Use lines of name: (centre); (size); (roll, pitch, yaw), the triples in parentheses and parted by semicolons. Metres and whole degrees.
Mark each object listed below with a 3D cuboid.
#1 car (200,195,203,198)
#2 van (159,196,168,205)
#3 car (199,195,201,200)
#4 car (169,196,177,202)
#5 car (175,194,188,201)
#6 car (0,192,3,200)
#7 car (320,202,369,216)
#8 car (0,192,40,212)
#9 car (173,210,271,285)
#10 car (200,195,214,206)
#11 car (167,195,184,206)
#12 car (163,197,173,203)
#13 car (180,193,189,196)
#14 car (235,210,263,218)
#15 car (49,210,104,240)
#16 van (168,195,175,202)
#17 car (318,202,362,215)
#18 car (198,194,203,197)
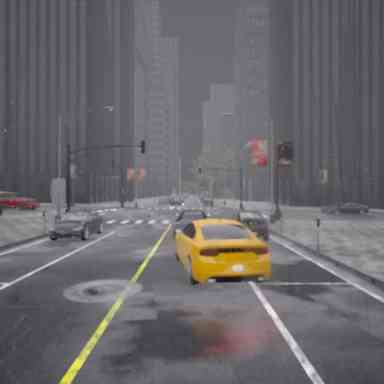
car: (2.990, 1.766, 64.892); (1.752, 1.417, 4.829); (0, 0, 1)
van: (-5.536, 1.582, 64.796); (1.690, 1.788, 3.998); (0, 0, 1)
car: (3.037, 1.813, 70.235); (2.008, 1.369, 4.403); (0, 0, 1)
car: (-5.292, 1.895, 92.357); (1.887, 1.381, 4.507); (0, 0, 1)
car: (-2.679, 1.809, 75.562); (2.128, 1.511, 4.902); (0, 0, 1)
car: (-22.212, 0.960, 32.565); (5.566, 2.045, 2.150); (1, 0, 0)
car: (18.161, 2.010, 39.140); (4.892, 1.490, 1.837); (1, 0, 0)
car: (-19.455, 1.027, 35.810); (5.566, 2.045, 2.150); (1, 0, 1)
car: (0.619, 1.512, 9.696); (1.882, 1.535, 5.008); (0, 0, -9)
car: (2.940, 1.770, 59.209); (2.008, 1.369, 4.403); (0, 0, 1)
car: (-2.868, 1.699, 59.862); (1.882, 1.535, 5.008); (0, 0, 1)
car: (-5.439, 1.850, 75.819); (1.947, 1.339, 4.313); (0, 0, 1)
car: (-2.543, 1.185, 90.971); (2.150, 2.045, 5.566); (0, 0, 1)
car: (2.760, 1.611, 17.026); (2.008, 1.369, 4.403); (0, 0, 0)
car: (-5.765, 1.611, 17.028); (2.008, 1.369, 4.403); (0, 0, 0)
van: (-5.341, 1.669, 86.845); (1.690, 1.788, 3.998); (0, 0, 1)
car: (18.816, 2.061, 42.388); (4.674, 1.442, 1.812); (1, 0, 0)
car: (3.087, 1.599, 75.748); (2.192, 1.841, 5.009); (0, 0, 1)
